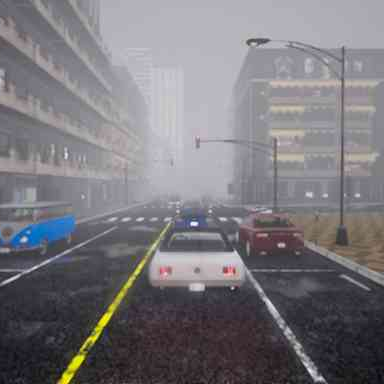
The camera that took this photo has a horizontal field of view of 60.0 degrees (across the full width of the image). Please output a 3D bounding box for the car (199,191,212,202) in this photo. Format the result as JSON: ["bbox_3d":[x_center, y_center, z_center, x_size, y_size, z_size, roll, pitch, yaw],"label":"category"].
[{"bbox_3d":[2.717,0.966,61.219,1.967,1.590,4.097,-1,0,0],"label":"car"}]

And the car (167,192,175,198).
[{"bbox_3d":[-5.645,0.858,88.698,1.752,1.417,4.829,-1,0,0],"label":"car"}]

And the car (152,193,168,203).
[{"bbox_3d":[-5.665,1.117,55.702,2.008,1.369,4.403,-1,0,0],"label":"car"}]

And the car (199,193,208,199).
[{"bbox_3d":[2.729,0.958,77.802,2.008,1.369,4.403,-1,0,0],"label":"car"}]

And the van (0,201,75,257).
[{"bbox_3d":[-5.693,1.241,12.226,1.690,1.788,3.998,0,0,0],"label":"van"}]

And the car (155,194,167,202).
[{"bbox_3d":[-5.662,1.092,61.230,1.947,1.339,4.313,-1,0,0],"label":"car"}]

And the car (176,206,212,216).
[{"bbox_3d":[0.107,1.423,17.368,1.994,1.385,4.181,0,0,0],"label":"car"}]

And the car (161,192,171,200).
[{"bbox_3d":[-5.657,0.887,72.284,1.967,1.590,4.097,-1,0,0],"label":"car"}]

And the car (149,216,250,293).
[{"bbox_3d":[0.104,1.529,8.631,1.895,1.301,4.718,0,0,0],"label":"car"}]

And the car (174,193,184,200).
[{"bbox_3d":[-2.957,0.973,74.163,2.033,1.411,5.357,0,0,0],"label":"car"}]

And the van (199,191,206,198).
[{"bbox_3d":[2.733,0.672,88.856,1.690,1.788,3.998,-1,0,0],"label":"van"}]

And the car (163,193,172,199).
[{"bbox_3d":[-5.652,0.990,77.814,1.802,1.307,4.206,-1,0,0],"label":"car"}]

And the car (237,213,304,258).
[{"bbox_3d":[2.689,1.444,12.222,1.887,1.381,4.507,0,0,0],"label":"car"}]

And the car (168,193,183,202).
[{"bbox_3d":[-3.035,1.112,58.250,1.994,1.385,4.181,0,0,0],"label":"car"}]
